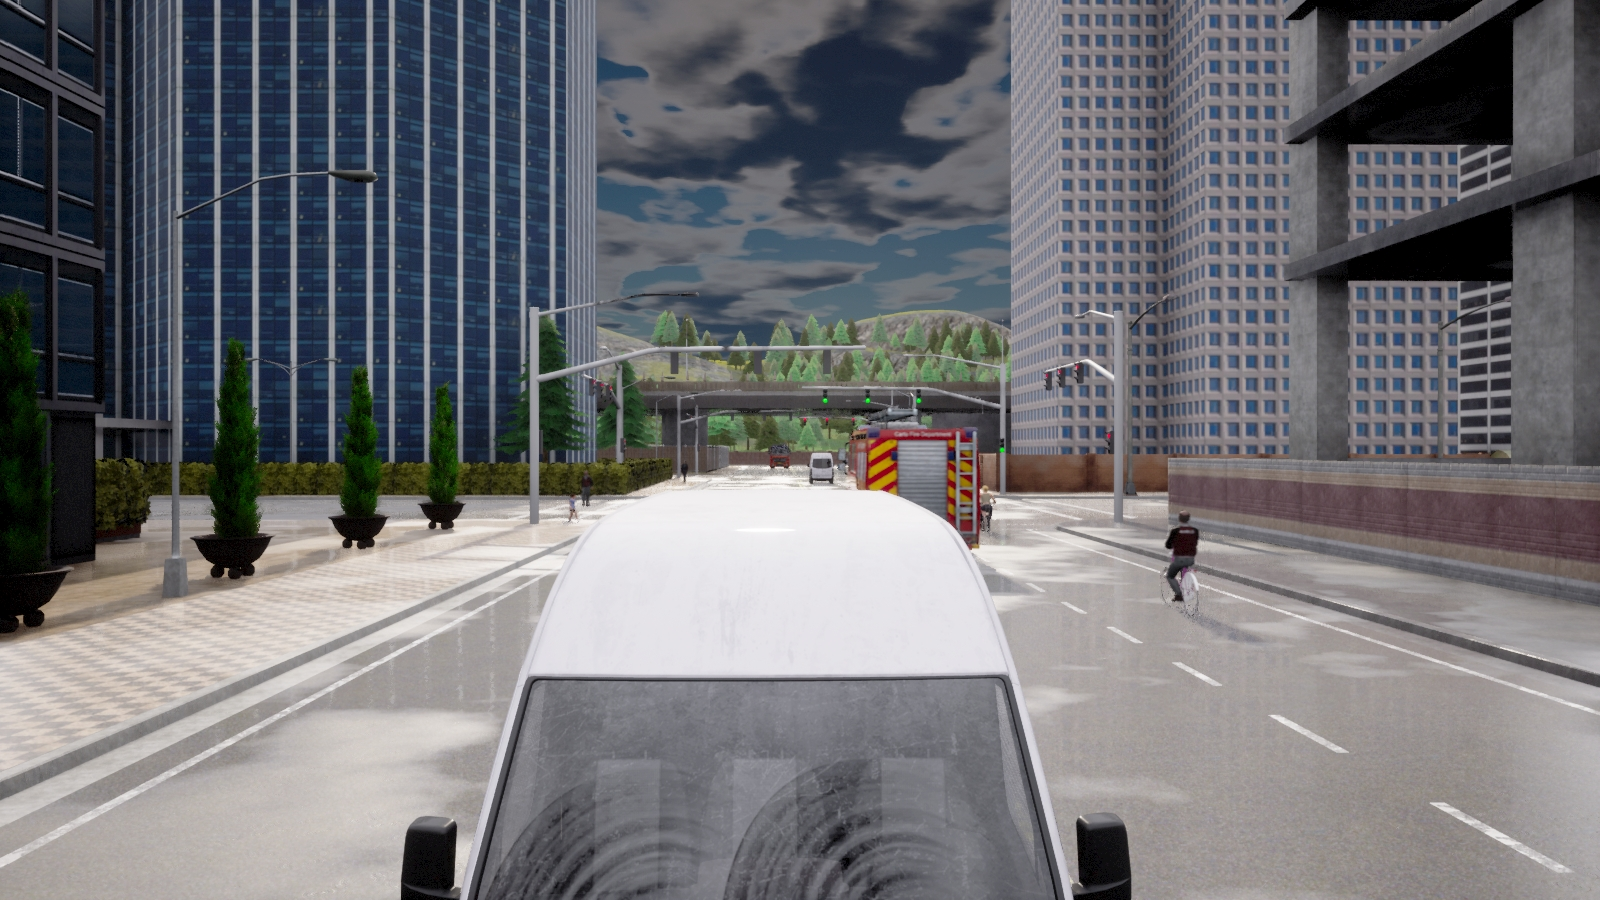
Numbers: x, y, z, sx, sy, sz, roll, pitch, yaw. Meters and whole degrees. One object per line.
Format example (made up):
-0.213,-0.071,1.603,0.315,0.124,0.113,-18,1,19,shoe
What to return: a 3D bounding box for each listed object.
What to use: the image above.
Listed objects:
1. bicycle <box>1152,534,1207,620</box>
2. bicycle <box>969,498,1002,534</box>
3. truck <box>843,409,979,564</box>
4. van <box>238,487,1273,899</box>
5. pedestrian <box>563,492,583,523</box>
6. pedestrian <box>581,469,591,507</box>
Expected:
6.537,2.160,19.764,0.329,1.271,1.835,0,0,0,bicycle
6.302,2.233,38.900,0.859,1.126,1.487,0,0,-1,bicycle
2.897,0.891,32.462,2.891,3.827,8.468,0,0,-1,truck
-0.128,1.535,5.152,1.988,2.561,5.915,0,0,-1,van
-8.240,2.076,41.477,0.500,1.100,0.500,0,0,28,pedestrian
-10.430,1.849,55.659,0.375,1.860,0.375,0,0,5,pedestrian
